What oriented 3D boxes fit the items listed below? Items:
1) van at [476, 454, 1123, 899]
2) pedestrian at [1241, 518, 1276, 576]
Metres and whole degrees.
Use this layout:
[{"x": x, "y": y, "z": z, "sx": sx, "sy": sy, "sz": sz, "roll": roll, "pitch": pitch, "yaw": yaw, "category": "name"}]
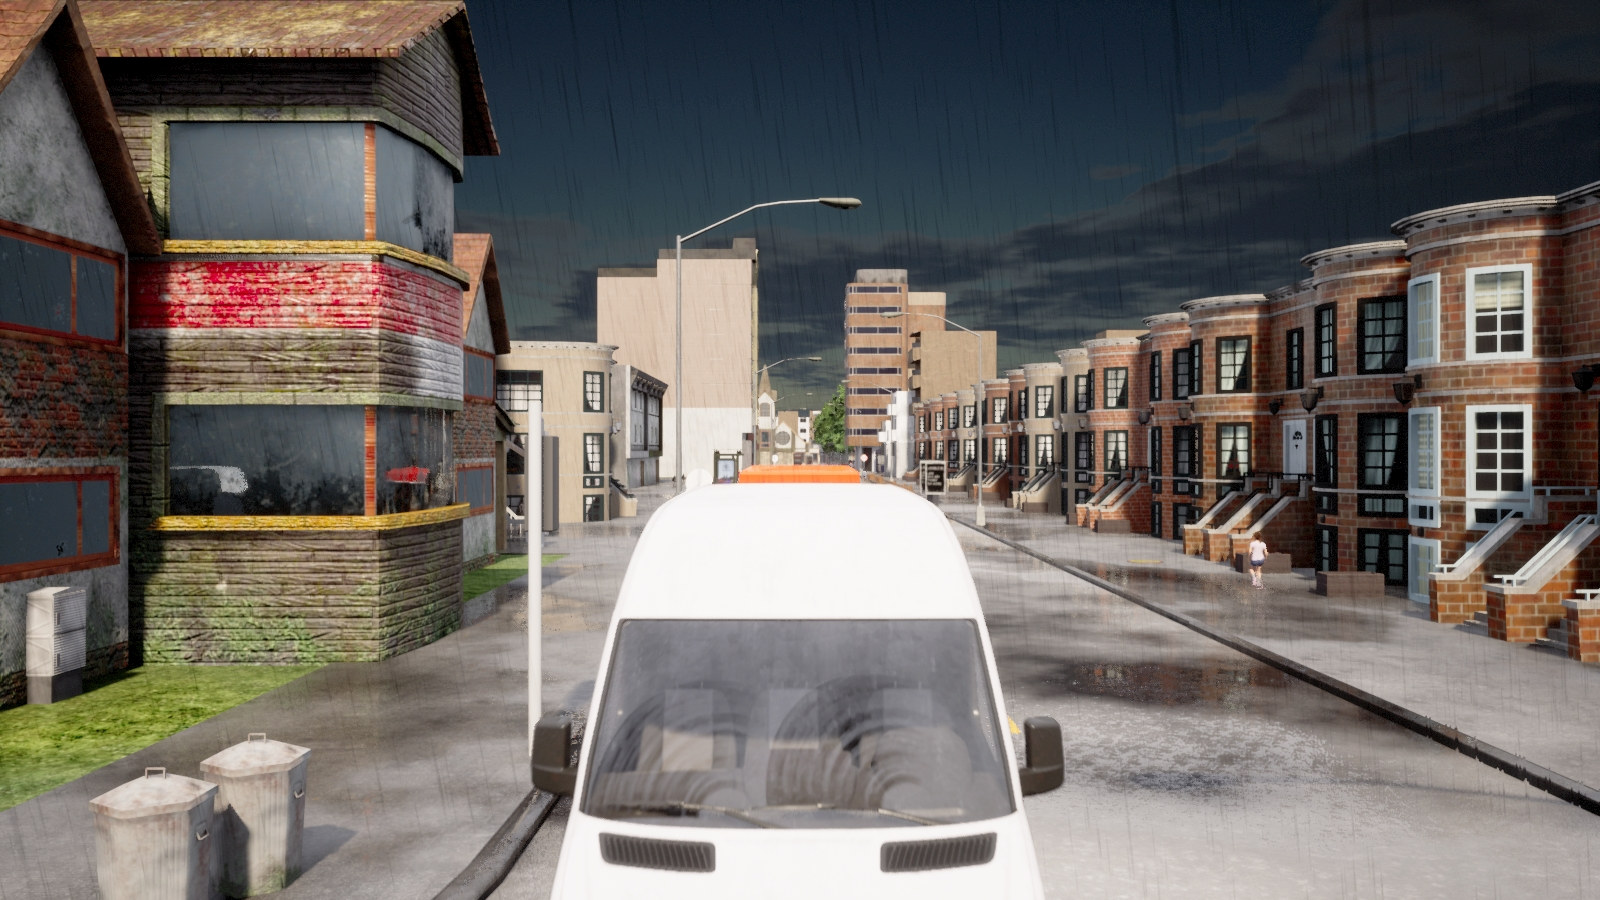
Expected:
[{"x": -0.002, "y": 1.314, "z": 6.470, "sx": 1.988, "sy": 2.561, "sz": 5.915, "roll": 0, "pitch": 0, "yaw": 0, "category": "van"}, {"x": 9.043, "y": 1.904, "z": 22.558, "sx": 0.500, "sy": 1.100, "sz": 0.500, "roll": 0, "pitch": 0, "yaw": 2, "category": "pedestrian"}]
